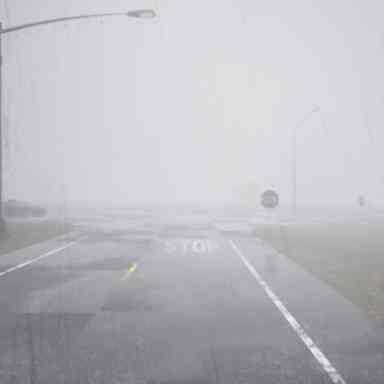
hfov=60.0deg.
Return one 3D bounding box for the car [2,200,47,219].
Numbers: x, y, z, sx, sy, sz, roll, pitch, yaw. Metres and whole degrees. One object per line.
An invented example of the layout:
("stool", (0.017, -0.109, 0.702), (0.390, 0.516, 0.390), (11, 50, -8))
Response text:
("car", (-14.891, 1.408, 28.015), (5.008, 1.535, 1.882), (1, 1, 0))
